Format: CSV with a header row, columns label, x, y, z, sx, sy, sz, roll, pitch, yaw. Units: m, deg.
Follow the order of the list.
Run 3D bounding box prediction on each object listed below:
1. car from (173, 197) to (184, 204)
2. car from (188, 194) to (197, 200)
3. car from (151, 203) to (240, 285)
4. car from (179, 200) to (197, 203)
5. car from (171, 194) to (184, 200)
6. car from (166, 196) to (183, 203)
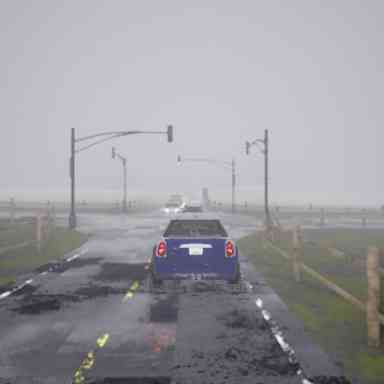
label,x,y,z,sx,sy,sz,roll,pitch,yaw
car,-2.670,1.746,68.949,2.033,1.411,5.357,0,0,0
car,0.157,1.493,89.520,2.150,2.045,5.566,0,0,0
car,0.059,1.380,9.710,2.097,1.767,4.553,0,0,-1
car,0.096,1.605,25.879,1.837,1.490,4.892,1,0,0
car,-2.728,1.392,58.283,2.150,2.045,5.566,0,0,0
car,-2.827,1.705,48.817,1.994,1.385,4.181,0,0,0
